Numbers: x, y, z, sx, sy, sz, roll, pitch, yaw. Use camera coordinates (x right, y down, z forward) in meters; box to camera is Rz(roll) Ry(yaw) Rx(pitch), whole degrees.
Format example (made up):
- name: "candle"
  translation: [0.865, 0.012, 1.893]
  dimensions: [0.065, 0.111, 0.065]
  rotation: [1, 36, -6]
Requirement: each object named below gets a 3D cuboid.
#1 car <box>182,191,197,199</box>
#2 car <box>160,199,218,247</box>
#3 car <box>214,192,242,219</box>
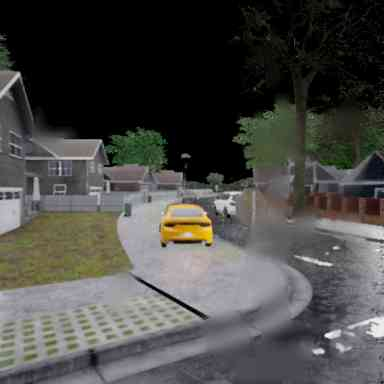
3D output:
- name: "car"
  translation: [-0.374, 0.722, 53.977]
  dimensions: [2.097, 1.767, 4.553]
  rotation: [0, 1, 5]
- name: "car"
  translation: [-0.293, 1.267, 13.926]
  dimensions: [1.882, 1.535, 5.008]
  rotation: [0, 1, -3]
- name: "car"
  translation: [3.303, 0.975, 26.455]
  dimensions: [2.150, 2.045, 5.566]
  rotation: [0, 1, -10]
